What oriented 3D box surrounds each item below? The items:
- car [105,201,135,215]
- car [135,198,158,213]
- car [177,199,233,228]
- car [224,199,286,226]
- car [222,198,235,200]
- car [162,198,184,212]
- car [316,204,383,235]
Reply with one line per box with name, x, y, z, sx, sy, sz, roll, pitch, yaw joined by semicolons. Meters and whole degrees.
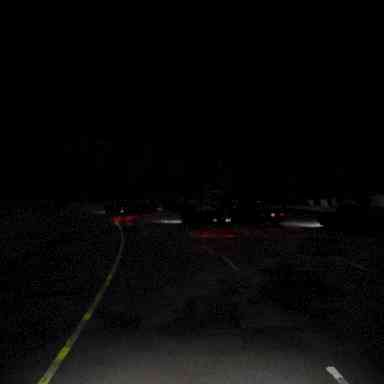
car;-7.666;1.589;34.030;1.895;1.301;4.718;-1;0;-25
car;-5.429;1.422;37.313;1.882;1.535;5.008;-1;0;-27
car;0.695;1.440;21.440;1.812;1.442;4.674;-1;0;-17
car;4.119;1.410;22.187;2.033;1.411;5.357;-1;0;-17
car;3.744;1.352;33.997;1.812;1.442;4.674;-1;0;-23
car;-1.923;1.370;38.133;1.882;1.535;5.008;-1;0;-26
car;8.814;1.360;17.515;2.033;1.411;5.357;-1;0;-13
